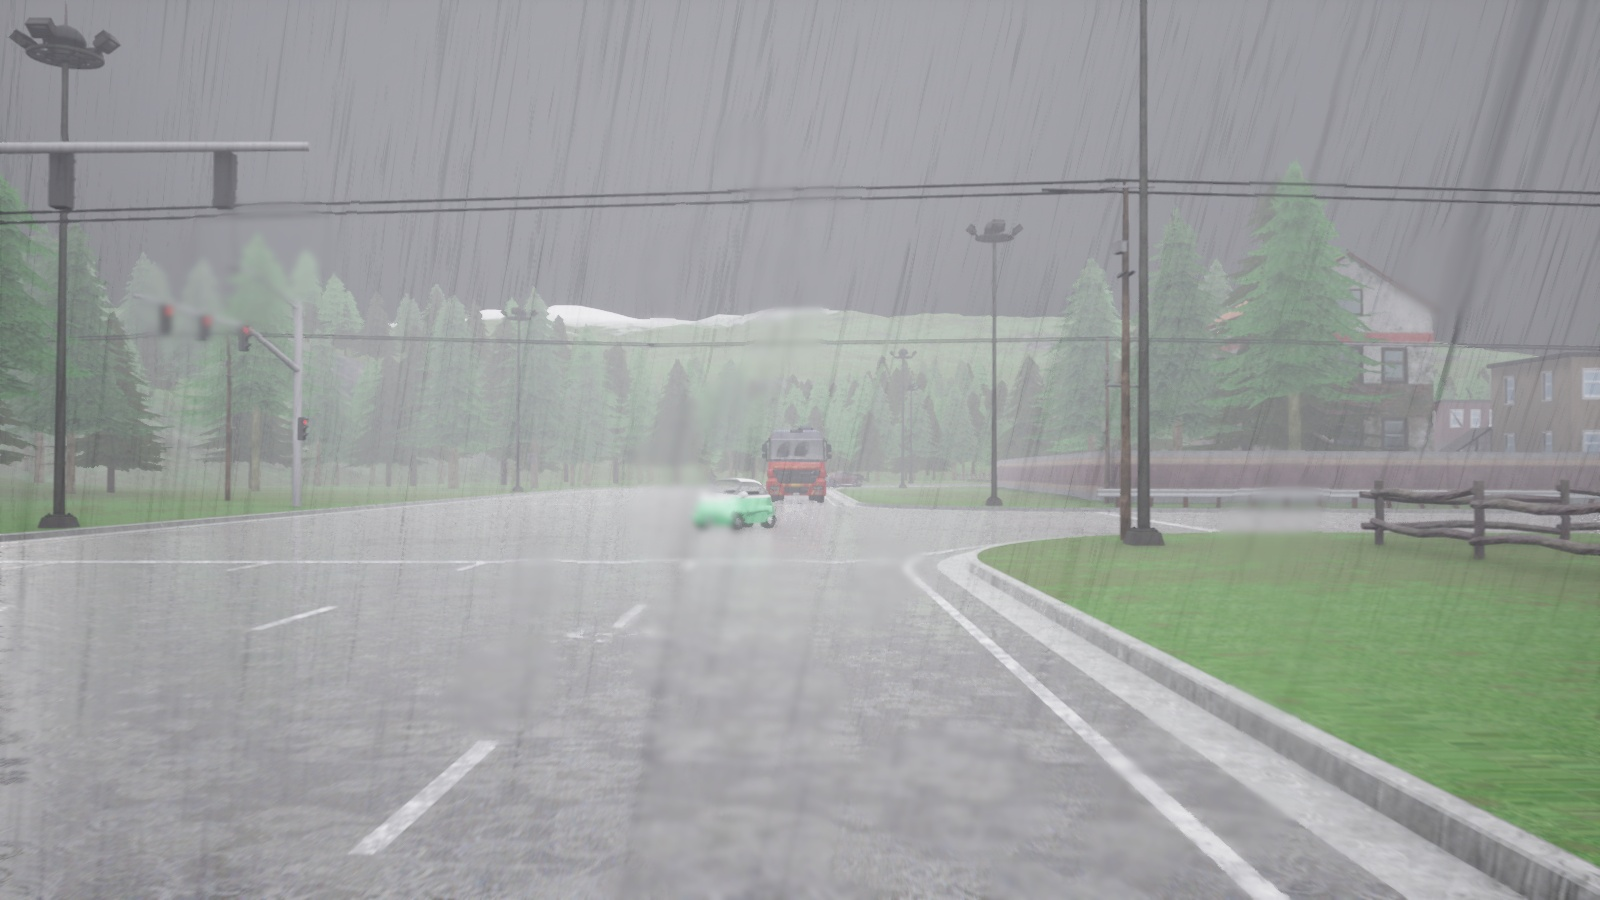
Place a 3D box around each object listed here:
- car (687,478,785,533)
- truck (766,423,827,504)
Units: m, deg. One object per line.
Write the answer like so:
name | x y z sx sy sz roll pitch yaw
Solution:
car | -1.648 1.425 32.816 1.481 1.376 2.207 -1 -2 37
truck | -0.163 0.723 64.054 2.891 3.827 8.468 0 -1 0
